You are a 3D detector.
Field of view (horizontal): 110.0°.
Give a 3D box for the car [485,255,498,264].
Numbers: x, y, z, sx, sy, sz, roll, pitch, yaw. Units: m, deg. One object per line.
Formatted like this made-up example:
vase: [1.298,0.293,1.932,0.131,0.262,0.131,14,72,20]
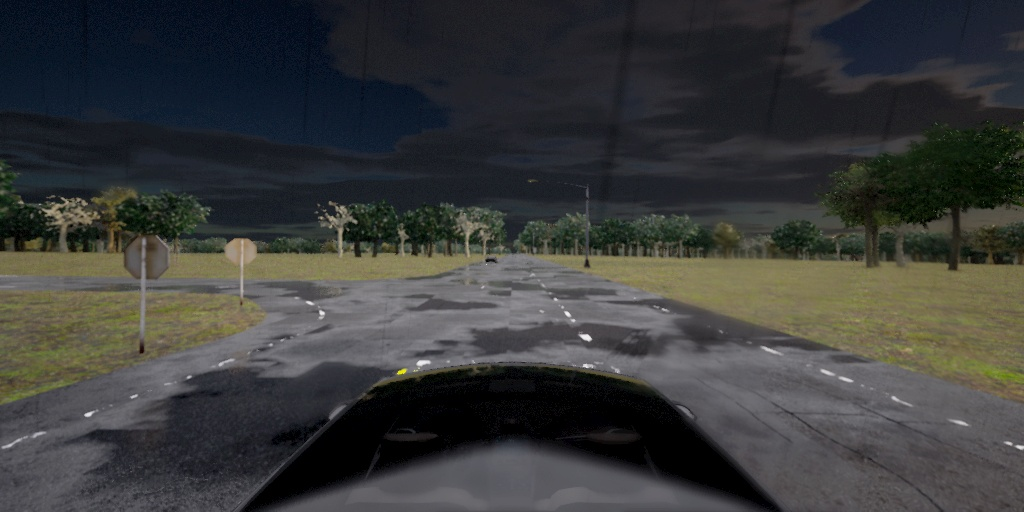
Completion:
car: [-3.318,0.558,57.696,1.895,1.301,4.718,0,1,0]
